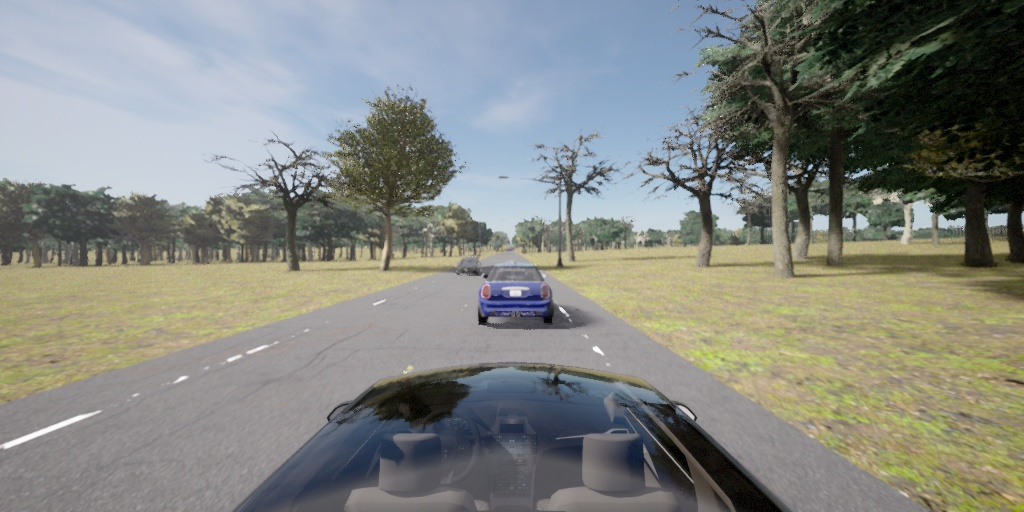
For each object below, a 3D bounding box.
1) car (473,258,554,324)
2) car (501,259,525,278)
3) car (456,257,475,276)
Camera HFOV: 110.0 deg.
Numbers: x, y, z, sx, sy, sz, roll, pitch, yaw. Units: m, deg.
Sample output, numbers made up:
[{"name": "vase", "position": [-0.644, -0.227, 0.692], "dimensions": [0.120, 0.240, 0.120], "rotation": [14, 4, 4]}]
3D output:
[{"name": "car", "position": [0.092, 0.981, 11.623], "dimensions": [2.097, 1.767, 4.553], "rotation": [0, 1, 0]}, {"name": "car", "position": [0.075, 0.985, 29.690], "dimensions": [1.895, 1.301, 4.718], "rotation": [0, 1, 0]}, {"name": "car", "position": [-3.619, 0.869, 30.836], "dimensions": [1.837, 1.490, 4.892], "rotation": [0, 1, 0]}]
